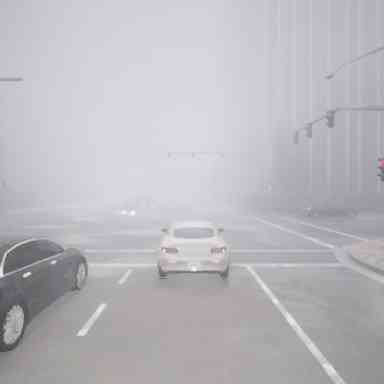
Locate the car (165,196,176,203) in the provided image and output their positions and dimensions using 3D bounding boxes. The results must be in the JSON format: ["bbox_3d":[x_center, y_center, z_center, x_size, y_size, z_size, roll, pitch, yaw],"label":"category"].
[{"bbox_3d":[-4.718,1.668,71.451,2.033,1.411,5.357,0,0,-1],"label":"car"}]

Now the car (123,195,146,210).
[{"bbox_3d":[-7.897,1.570,44.213,2.128,1.511,4.902,0,0,-1],"label":"car"}]

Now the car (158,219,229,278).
[{"bbox_3d":[0.026,1.544,10.081,1.812,1.442,4.674,0,0,-1],"label":"car"}]

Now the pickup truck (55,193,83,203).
[{"bbox_3d":[-24.770,1.177,66.478,2.390,2.098,6.274,0,0,30],"label":"pickup truck"}]

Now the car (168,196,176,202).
[{"bbox_3d":[-4.887,1.671,81.956,1.812,1.442,4.674,0,0,-1],"label":"car"}]

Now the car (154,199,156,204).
[{"bbox_3d":[-8.119,1.679,64.222,1.994,1.385,4.181,0,0,0],"label":"car"}]

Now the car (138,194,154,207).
[{"bbox_3d":[-8.035,1.318,54.105,2.150,2.045,5.566,0,0,-1],"label":"car"}]

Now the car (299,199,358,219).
[{"bbox_3d":[11.720,1.404,28.776,4.553,1.767,2.097,0,0,-1],"label":"car"}]

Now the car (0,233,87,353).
[{"bbox_3d":[-3.437,1.517,6.129,1.837,1.490,4.892,0,0,0],"label":"car"}]
